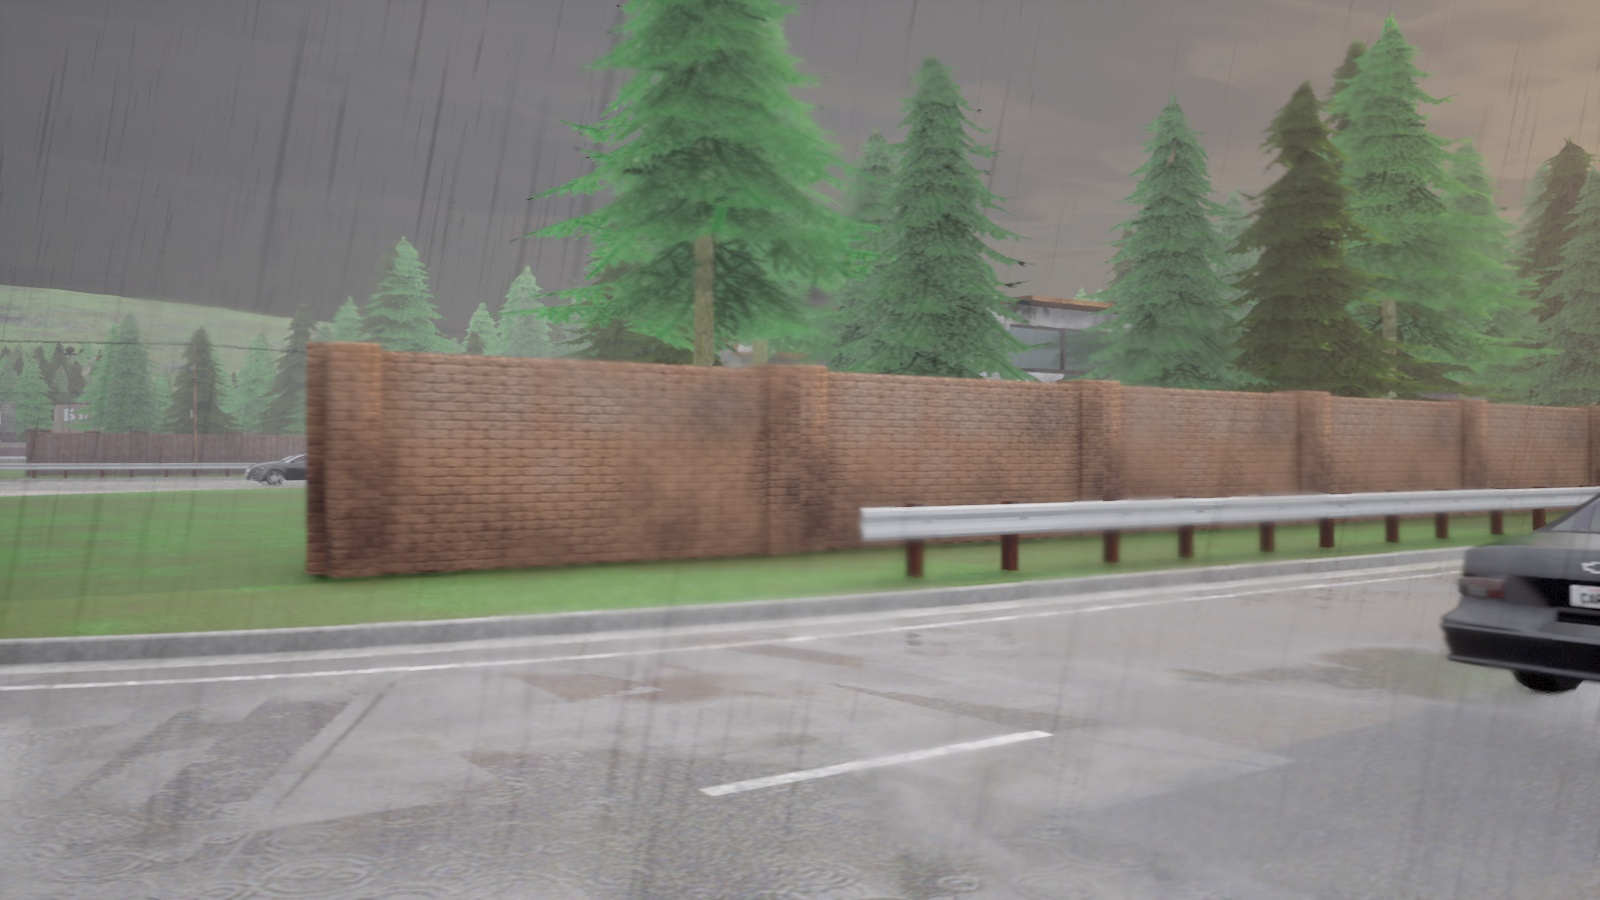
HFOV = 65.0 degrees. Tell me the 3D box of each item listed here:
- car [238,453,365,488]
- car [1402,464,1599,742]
[{"bbox_3d":[-22.233,0.885,56.040,4.902,1.511,2.128,0,0,-35],"label":"car"},{"bbox_3d":[6.306,0.799,8.048,5.357,1.411,2.033,0,0,-35],"label":"car"}]
